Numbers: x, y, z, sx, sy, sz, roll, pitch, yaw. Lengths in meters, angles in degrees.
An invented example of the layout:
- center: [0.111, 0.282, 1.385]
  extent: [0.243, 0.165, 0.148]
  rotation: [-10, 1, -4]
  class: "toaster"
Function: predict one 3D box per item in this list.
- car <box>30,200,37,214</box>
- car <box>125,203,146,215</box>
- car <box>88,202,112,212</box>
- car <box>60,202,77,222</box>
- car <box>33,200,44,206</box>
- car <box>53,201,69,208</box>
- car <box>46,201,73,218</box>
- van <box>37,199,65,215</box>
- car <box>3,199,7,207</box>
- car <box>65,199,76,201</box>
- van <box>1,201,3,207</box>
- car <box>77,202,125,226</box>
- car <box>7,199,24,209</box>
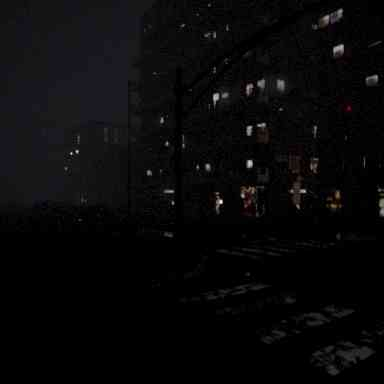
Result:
- center: [-20.143, 2.066, 44.476]
  extent: [1.967, 1.590, 4.097]
  rotation: [-1, 0, -35]
  class: "car"
- center: [-7.215, 1.992, 39.907]
  extent: [1.752, 1.417, 4.829]
  rotation: [-1, 0, -35]
  class: "car"
- center: [-13.520, 2.178, 48.763]
  extent: [1.947, 1.339, 4.313]
  rotation: [-1, 0, -35]
  class: "car"
- center: [-10.430, 1.927, 30.835]
  extent: [1.752, 1.417, 4.829]
  rotation: [-1, 0, -35]
  class: "car"
- center: [-39.139, 2.760, 84.745]
  extent: [1.947, 1.339, 4.313]
  rotation: [-1, 0, -35]
  class: "car"
- center: [-26.330, 2.449, 66.754]
  extent: [1.887, 1.381, 4.507]
  rotation: [-1, 0, -35]
  class: "car"
- center: [-13.732, 2.029, 35.474]
  extent: [2.008, 1.369, 4.403]
  rotation: [-1, 0, -35]
  class: "car"
- center: [-16.941, 1.893, 39.975]
  extent: [1.690, 1.788, 3.998]
  rotation: [-1, 0, -35]
  class: "van"
- center: [-36.164, 2.535, 66.979]
  extent: [1.887, 1.381, 4.507]
  rotation: [-1, 0, -35]
  class: "car"
- center: [-23.132, 2.147, 62.257]
  extent: [2.192, 1.841, 5.009]
  rotation: [-1, 0, -35]
  class: "car"
- center: [-39.372, 2.404, 71.480]
  extent: [1.690, 1.788, 3.998]
  rotation: [-1, 0, -35]
  class: "van"
- center: [-7.326, 1.769, 26.473]
  extent: [1.967, 1.590, 4.097]
  rotation: [-1, 0, -35]
  class: "car"
- center: [-32.961, 2.358, 62.479]
  extent: [1.967, 1.590, 4.097]
  rotation: [-1, 0, -35]
  class: "car"
